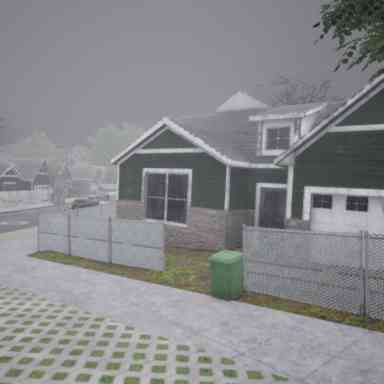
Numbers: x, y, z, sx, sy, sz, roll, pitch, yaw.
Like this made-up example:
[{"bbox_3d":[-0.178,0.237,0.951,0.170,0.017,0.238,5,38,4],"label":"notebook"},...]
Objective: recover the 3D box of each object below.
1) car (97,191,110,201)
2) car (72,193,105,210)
[{"bbox_3d":[-14.323,0.603,52.828,1.837,1.490,4.892,3,1,-3],"label":"car"},{"bbox_3d":[-10.850,1.174,34.411,1.837,1.490,4.892,3,0,0],"label":"car"}]
